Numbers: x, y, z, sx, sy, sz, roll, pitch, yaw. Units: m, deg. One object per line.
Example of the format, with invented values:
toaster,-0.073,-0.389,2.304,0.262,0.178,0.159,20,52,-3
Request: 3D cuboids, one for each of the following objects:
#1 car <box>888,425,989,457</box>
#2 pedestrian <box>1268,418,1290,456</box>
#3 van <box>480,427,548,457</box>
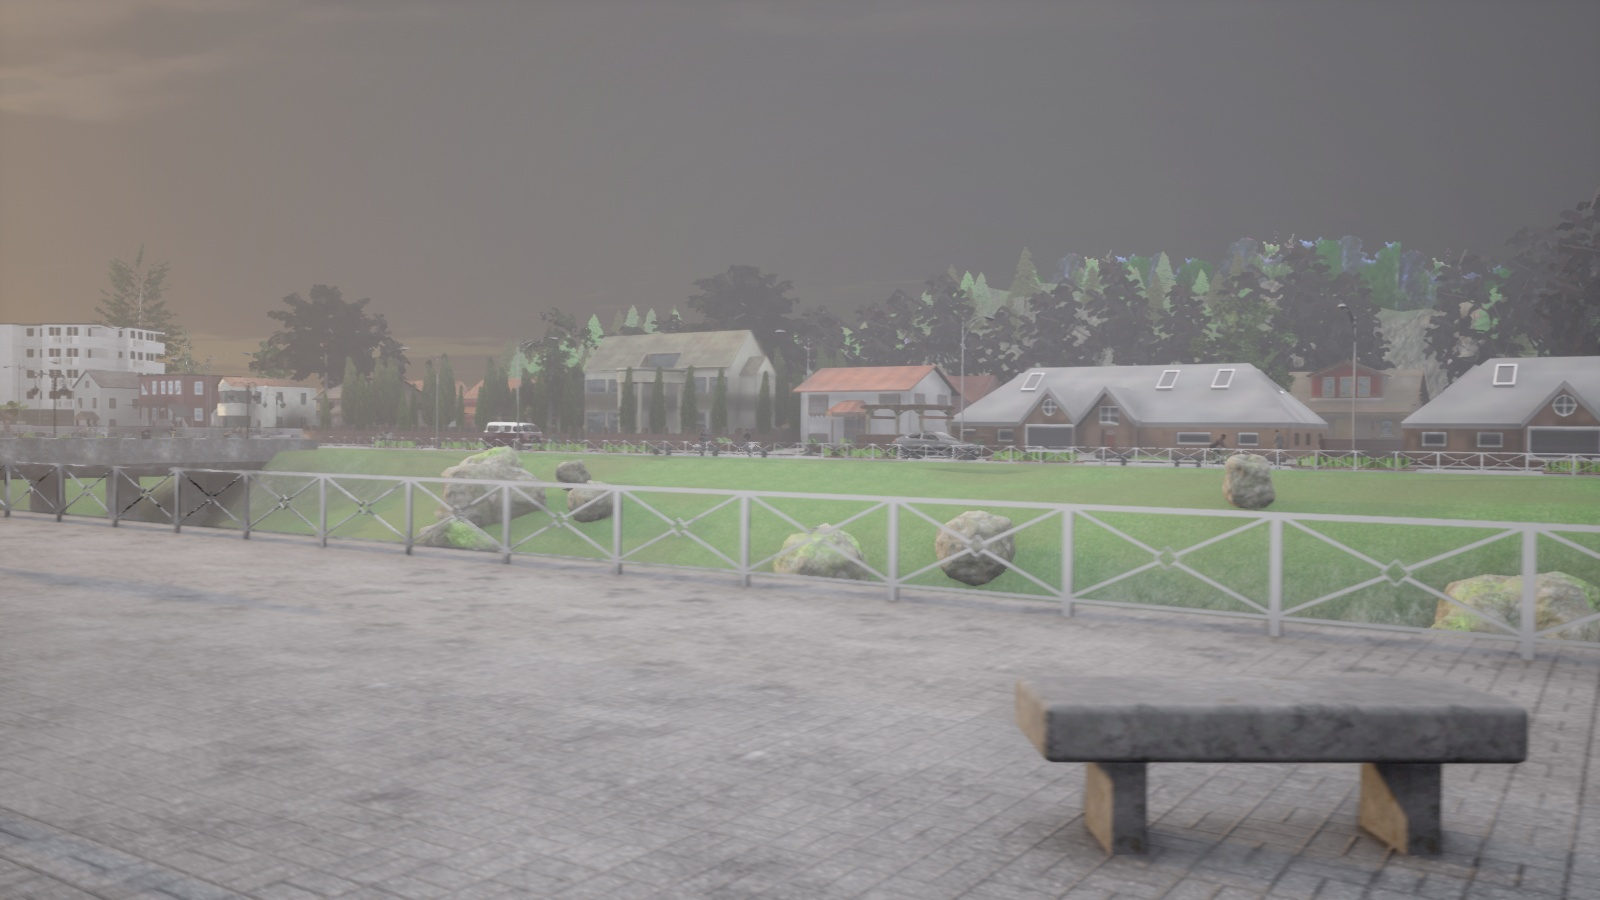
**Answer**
car,7.532,-0.492,68.492,5.027,1.651,2.152,0,1,34
pedestrian,25.104,-0.683,65.795,0.659,1.952,0.873,-1,1,-44
van,-19.747,-0.549,86.694,4.480,2.038,2.069,0,1,34
